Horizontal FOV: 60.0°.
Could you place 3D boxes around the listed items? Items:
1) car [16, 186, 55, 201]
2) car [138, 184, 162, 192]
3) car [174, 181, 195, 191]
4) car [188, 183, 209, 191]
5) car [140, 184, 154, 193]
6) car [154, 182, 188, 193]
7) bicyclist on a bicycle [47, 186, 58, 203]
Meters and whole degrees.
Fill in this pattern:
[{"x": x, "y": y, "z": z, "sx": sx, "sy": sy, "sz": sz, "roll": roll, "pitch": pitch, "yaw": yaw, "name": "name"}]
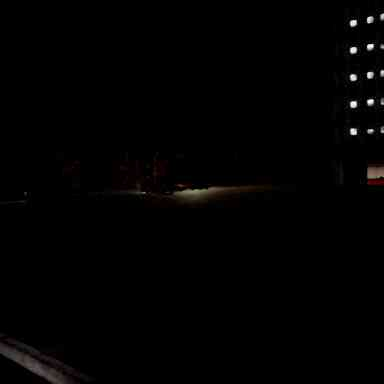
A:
[{"x": -19.057, "y": 0.095, "z": 40.684, "sx": 2.097, "sy": 1.767, "sz": 4.553, "roll": 0, "pitch": 2, "yaw": 32, "name": "car"}, {"x": -7.465, "y": -0.733, "z": 59.738, "sx": 1.812, "sy": 1.442, "sz": 4.674, "roll": 0, "pitch": 2, "yaw": 30, "name": "car"}, {"x": -1.425, "y": -1.204, "z": 63.798, "sx": 2.097, "sy": 1.767, "sz": 4.553, "roll": 0, "pitch": 2, "yaw": 29, "name": "car"}, {"x": 1.452, "y": -0.969, "z": 62.284, "sx": 1.895, "sy": 1.301, "sz": 4.718, "roll": 0, "pitch": 2, "yaw": 29, "name": "car"}, {"x": -6.104, "y": -0.588, "z": 55.474, "sx": 2.033, "sy": 1.411, "sz": 5.357, "roll": 0, "pitch": 2, "yaw": 30, "name": "car"}, {"x": -3.326, "y": -0.595, "z": 53.786, "sx": 2.033, "sy": 1.411, "sz": 5.357, "roll": 0, "pitch": 2, "yaw": 30, "name": "car"}, {"x": -12.743, "y": 0.249, "z": 30.318, "sx": 1.656, "sy": 1.620, "sz": 0.582, "roll": -1, "pitch": 2, "yaw": 33, "name": "bicyclist on a bicycle"}]
